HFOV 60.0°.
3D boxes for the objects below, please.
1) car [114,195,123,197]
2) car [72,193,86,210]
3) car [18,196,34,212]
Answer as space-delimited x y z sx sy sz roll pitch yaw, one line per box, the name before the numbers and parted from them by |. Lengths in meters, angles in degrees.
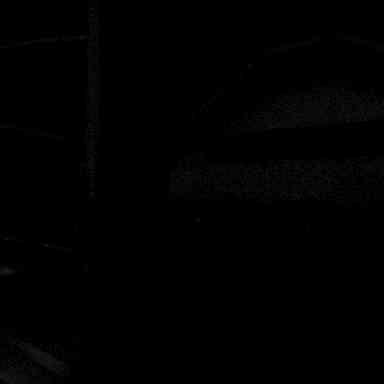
car | -11.660 1.182 54.032 4.902 1.511 2.128 1 0 36
car | -11.133 1.087 35.671 3.866 1.878 1.905 1 0 35
car | -17.942 1.221 33.542 4.611 1.667 2.242 1 0 35
